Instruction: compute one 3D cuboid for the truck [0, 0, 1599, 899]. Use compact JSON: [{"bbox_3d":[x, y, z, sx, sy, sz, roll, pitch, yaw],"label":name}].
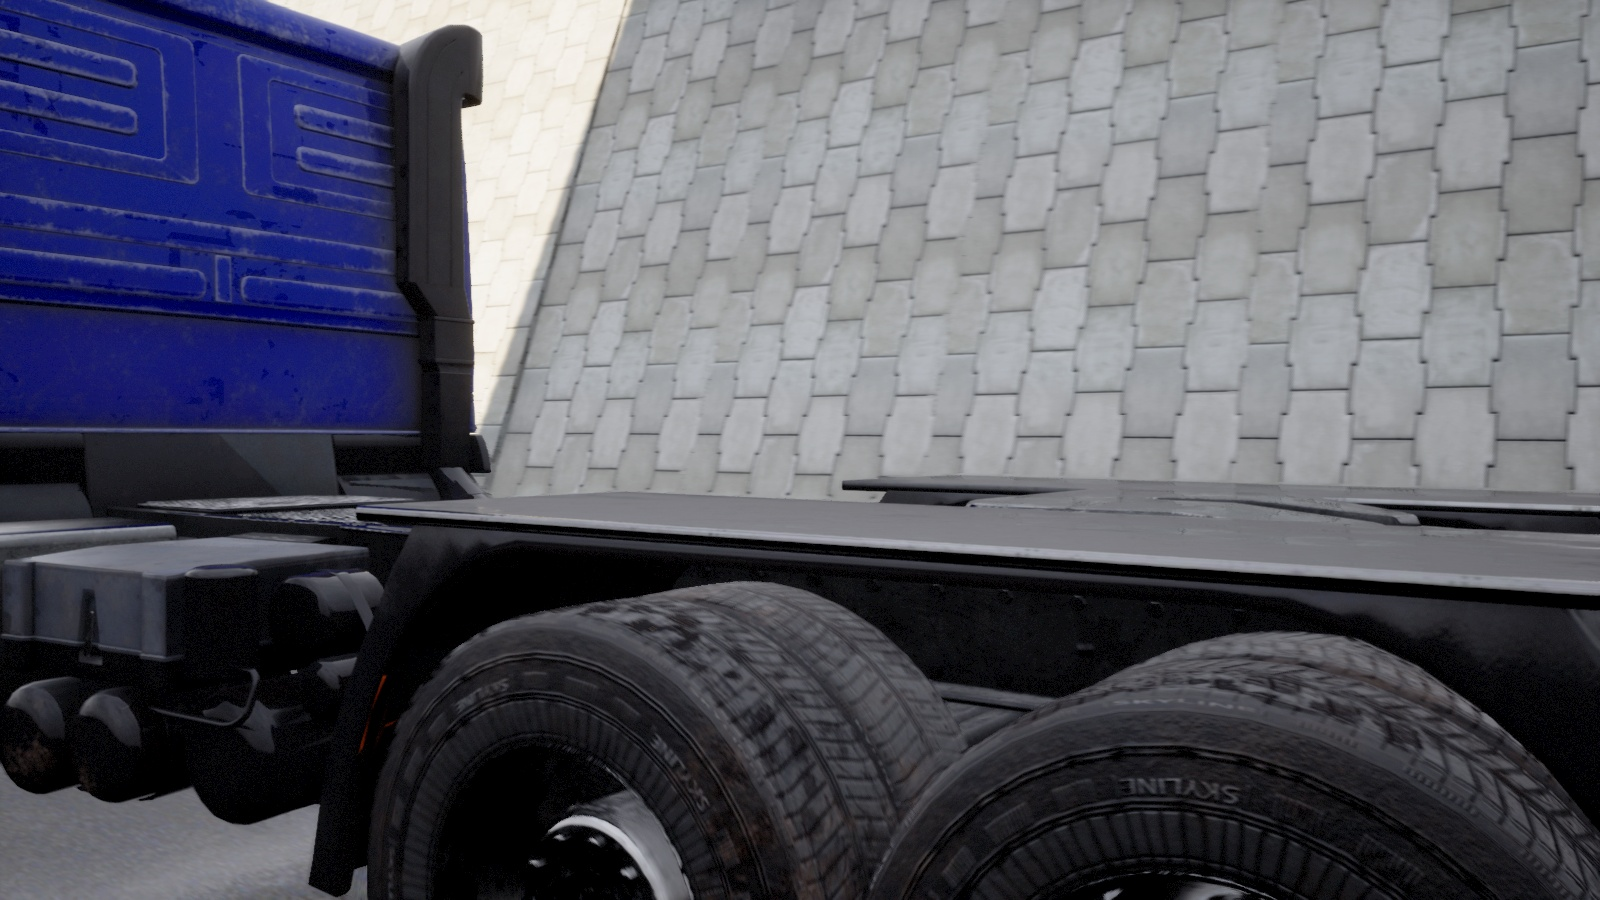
[{"bbox_3d":[-0.948,-0.300,4.234,7.936,3.462,2.891,0,1,34],"label":"truck"}]
